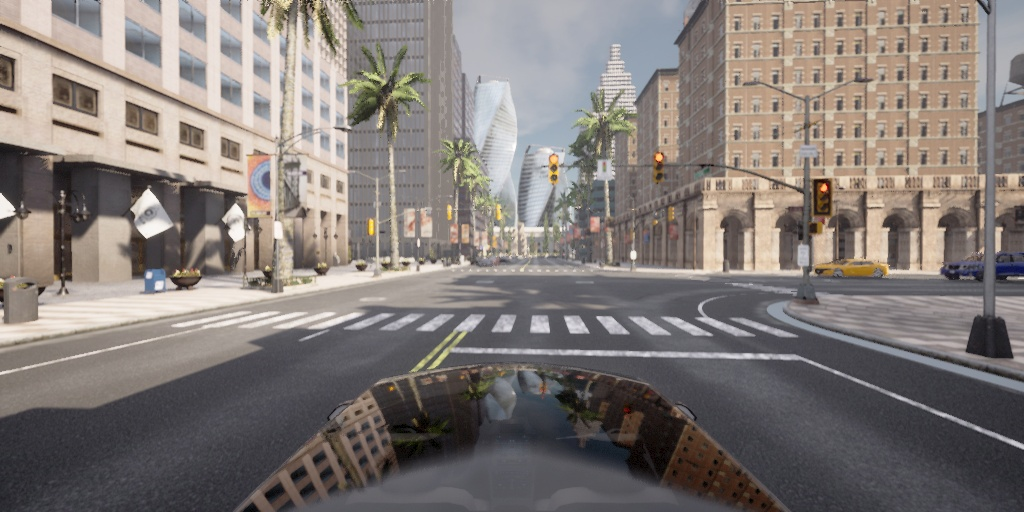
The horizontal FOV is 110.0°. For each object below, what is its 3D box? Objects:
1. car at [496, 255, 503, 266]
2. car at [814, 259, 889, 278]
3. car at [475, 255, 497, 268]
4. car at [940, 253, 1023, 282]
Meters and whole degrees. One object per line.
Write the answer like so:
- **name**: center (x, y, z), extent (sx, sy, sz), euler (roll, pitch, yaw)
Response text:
- **car**: center (-3.100, 0.884, 57.913), extent (1.812, 1.442, 4.674), euler (0, 1, 5)
- **car**: center (28.144, 1.019, 29.863), extent (5.008, 1.535, 1.882), euler (0, 0, 4)
- **car**: center (-3.683, 0.965, 51.419), extent (1.994, 1.385, 4.181), euler (0, 1, 4)
- **car**: center (34.784, 0.788, 25.899), extent (5.566, 2.045, 2.150), euler (0, 0, 4)
